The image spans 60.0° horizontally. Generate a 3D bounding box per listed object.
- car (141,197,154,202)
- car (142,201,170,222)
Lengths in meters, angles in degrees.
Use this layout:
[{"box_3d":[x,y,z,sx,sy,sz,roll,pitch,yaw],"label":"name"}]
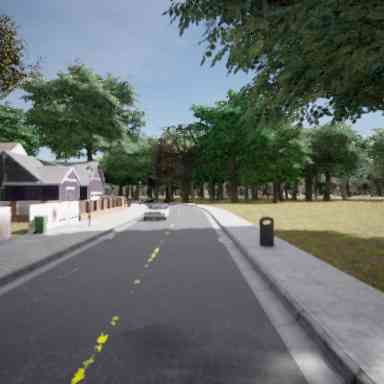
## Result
[{"box_3d":[-9.115,1.735,68.385,1.895,1.301,4.718,0,0,-20],"label":"car"},{"box_3d":[-2.852,1.652,27.295,1.895,1.301,4.718,0,0,0],"label":"car"}]
